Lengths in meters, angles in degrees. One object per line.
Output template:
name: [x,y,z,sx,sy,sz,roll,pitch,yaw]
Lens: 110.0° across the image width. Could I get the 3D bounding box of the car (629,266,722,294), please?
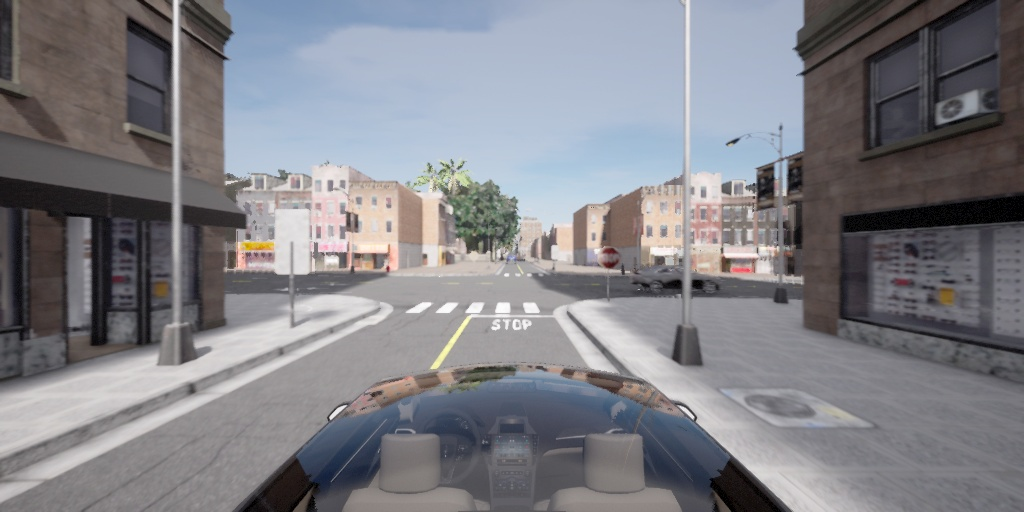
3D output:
car: [9.170,1.293,20.200,4.902,1.511,2.128,1,0,0]
